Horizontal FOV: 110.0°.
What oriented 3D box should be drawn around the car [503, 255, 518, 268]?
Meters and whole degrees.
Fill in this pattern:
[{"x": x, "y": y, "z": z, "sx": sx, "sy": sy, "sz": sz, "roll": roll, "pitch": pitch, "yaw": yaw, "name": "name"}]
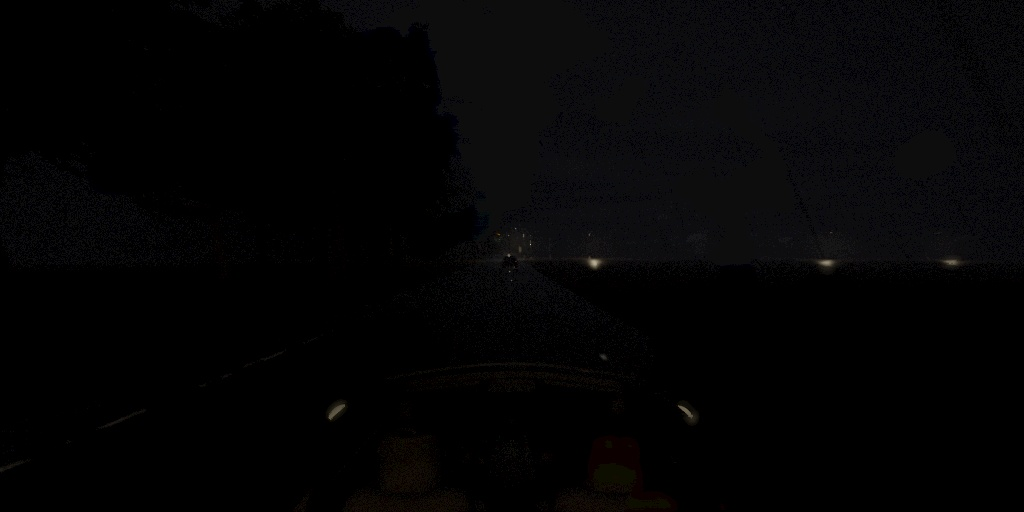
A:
[{"x": -0.256, "y": 0.742, "z": 51.765, "sx": 2.097, "sy": 1.767, "sz": 4.553, "roll": -2, "pitch": 1, "yaw": 0, "name": "car"}]
